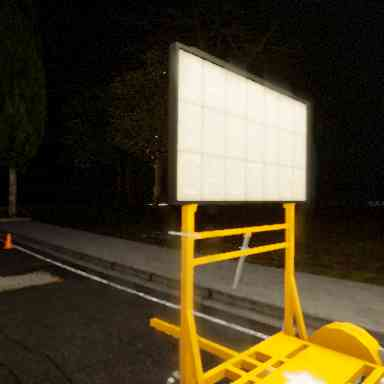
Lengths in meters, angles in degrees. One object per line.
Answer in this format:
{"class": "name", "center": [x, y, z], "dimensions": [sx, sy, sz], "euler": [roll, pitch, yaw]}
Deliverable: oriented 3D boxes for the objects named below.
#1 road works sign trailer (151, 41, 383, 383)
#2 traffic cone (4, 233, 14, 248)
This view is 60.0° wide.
{"class": "road works sign trailer", "center": [0.486, 0.523, 3.682], "dimensions": [2.880, 3.560, 2.380], "euler": [0, -1, 45]}
{"class": "traffic cone", "center": [-7.665, 2.029, 13.938], "dimensions": [0.340, 0.580, 0.340], "euler": [0, -1, 45]}
